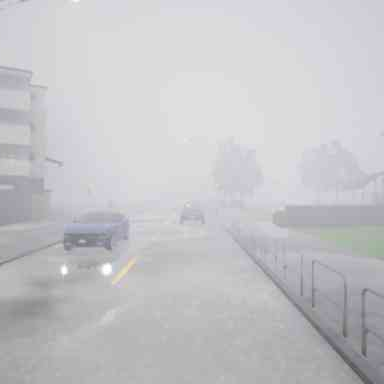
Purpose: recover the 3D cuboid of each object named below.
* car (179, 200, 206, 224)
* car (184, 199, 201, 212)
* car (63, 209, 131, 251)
[{"bbox_3d":[0.049,1.631,25.777,2.128,1.511,4.902,0,0,0],"label":"car"},{"bbox_3d":[0.111,1.725,43.323,2.128,1.511,4.902,0,0,0],"label":"car"},{"bbox_3d":[-4.004,1.557,14.699,1.882,1.535,5.008,0,-1,0],"label":"car"}]
